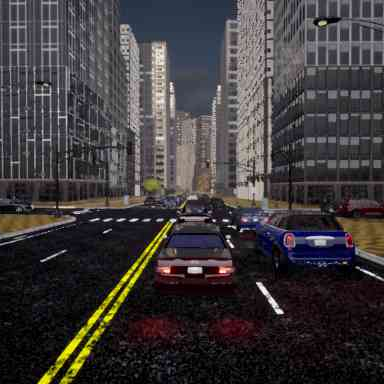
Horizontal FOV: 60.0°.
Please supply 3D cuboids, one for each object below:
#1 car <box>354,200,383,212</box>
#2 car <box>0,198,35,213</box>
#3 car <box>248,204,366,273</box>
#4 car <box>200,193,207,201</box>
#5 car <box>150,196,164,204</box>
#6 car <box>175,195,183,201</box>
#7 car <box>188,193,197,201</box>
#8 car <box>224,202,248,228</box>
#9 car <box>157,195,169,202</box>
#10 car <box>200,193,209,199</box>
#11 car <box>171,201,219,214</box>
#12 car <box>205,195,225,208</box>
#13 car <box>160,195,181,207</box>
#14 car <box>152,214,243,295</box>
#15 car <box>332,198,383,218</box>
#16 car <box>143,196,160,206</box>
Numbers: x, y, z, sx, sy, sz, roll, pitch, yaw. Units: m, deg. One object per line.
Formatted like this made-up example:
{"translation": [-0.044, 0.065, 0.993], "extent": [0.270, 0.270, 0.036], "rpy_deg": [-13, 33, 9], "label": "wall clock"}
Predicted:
{"translation": [21.888, 1.642, 39.183], "extent": [4.829, 1.417, 1.752], "rpy_deg": [1, 0, 1], "label": "car"}
{"translation": [-18.761, 1.340, 34.140], "extent": [4.902, 1.511, 2.128], "rpy_deg": [1, 1, 1], "label": "car"}
{"translation": [3.370, 1.347, 10.851], "extent": [2.097, 1.767, 4.553], "rpy_deg": [0, 0, 0], "label": "car"}
{"translation": [3.414, 1.395, 81.721], "extent": [1.882, 1.535, 5.008], "rpy_deg": [0, 0, 0], "label": "car"}
{"translation": [-6.436, 1.499, 62.281], "extent": [2.033, 1.411, 5.357], "rpy_deg": [0, 0, 0], "label": "car"}
{"translation": [-3.092, 1.429, 79.535], "extent": [1.837, 1.490, 4.892], "rpy_deg": [0, 0, 0], "label": "car"}
{"translation": [0.156, 1.157, 77.217], "extent": [2.150, 2.045, 5.566], "rpy_deg": [0, 0, 0], "label": "car"}
{"translation": [3.391, 1.537, 20.235], "extent": [2.033, 1.411, 5.357], "rpy_deg": [0, 0, 0], "label": "car"}
{"translation": [-6.355, 1.478, 72.951], "extent": [2.033, 1.411, 5.357], "rpy_deg": [0, 0, 0], "label": "car"}
{"translation": [3.435, 1.096, 92.110], "extent": [2.097, 1.767, 4.553], "rpy_deg": [0, 0, 0], "label": "car"}
{"translation": [0.137, 1.482, 18.626], "extent": [2.128, 1.511, 4.902], "rpy_deg": [0, 0, 0], "label": "car"}
{"translation": [3.417, 1.473, 46.404], "extent": [1.837, 1.490, 4.892], "rpy_deg": [-2, 0, -3], "label": "car"}
{"translation": [-3.221, 1.317, 50.561], "extent": [2.097, 1.767, 4.553], "rpy_deg": [0, 0, -1], "label": "car"}
{"translation": [0.110, 1.544, 8.881], "extent": [2.033, 1.411, 5.357], "rpy_deg": [0, 0, 1], "label": "car"}
{"translation": [16.262, 1.518, 30.907], "extent": [5.009, 1.841, 2.192], "rpy_deg": [1, 0, 1], "label": "car"}
{"translation": [-6.489, 1.468, 52.401], "extent": [1.837, 1.490, 4.892], "rpy_deg": [0, 0, 0], "label": "car"}
